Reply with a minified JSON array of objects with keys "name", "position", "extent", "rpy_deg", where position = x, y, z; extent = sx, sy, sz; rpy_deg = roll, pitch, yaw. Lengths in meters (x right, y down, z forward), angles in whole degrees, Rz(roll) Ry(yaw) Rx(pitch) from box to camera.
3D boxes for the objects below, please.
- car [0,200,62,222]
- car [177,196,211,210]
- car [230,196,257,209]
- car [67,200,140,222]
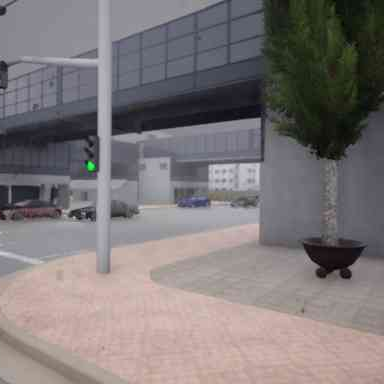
[{"name":"car","position":[-11.187,1.252,22.930],"extent":[1.994,1.385,4.181],"rpy_deg":[1,1,36]},{"name":"car","position":[0.312,1.171,38.806],"extent":[1.882,1.535,5.008],"rpy_deg":[1,1,36]},{"name":"car","position":[6.537,1.269,41.410],"extent":[1.812,1.442,4.674],"rpy_deg":[1,1,36]},{"name":"car","position":[-6.143,1.286,23.931],"extent":[2.033,1.411,5.357],"rpy_deg":[1,1,36]}]
